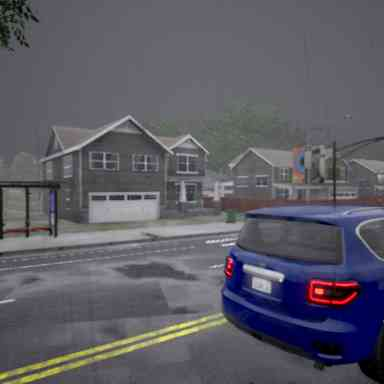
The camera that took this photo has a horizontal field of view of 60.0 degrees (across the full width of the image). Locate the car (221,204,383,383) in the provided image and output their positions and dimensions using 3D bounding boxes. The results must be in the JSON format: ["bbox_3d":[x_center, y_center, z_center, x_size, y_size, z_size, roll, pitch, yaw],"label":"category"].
[{"bbox_3d":[3.030,1.226,5.601,5.566,2.045,2.150,0,0,-35],"label":"car"}]
